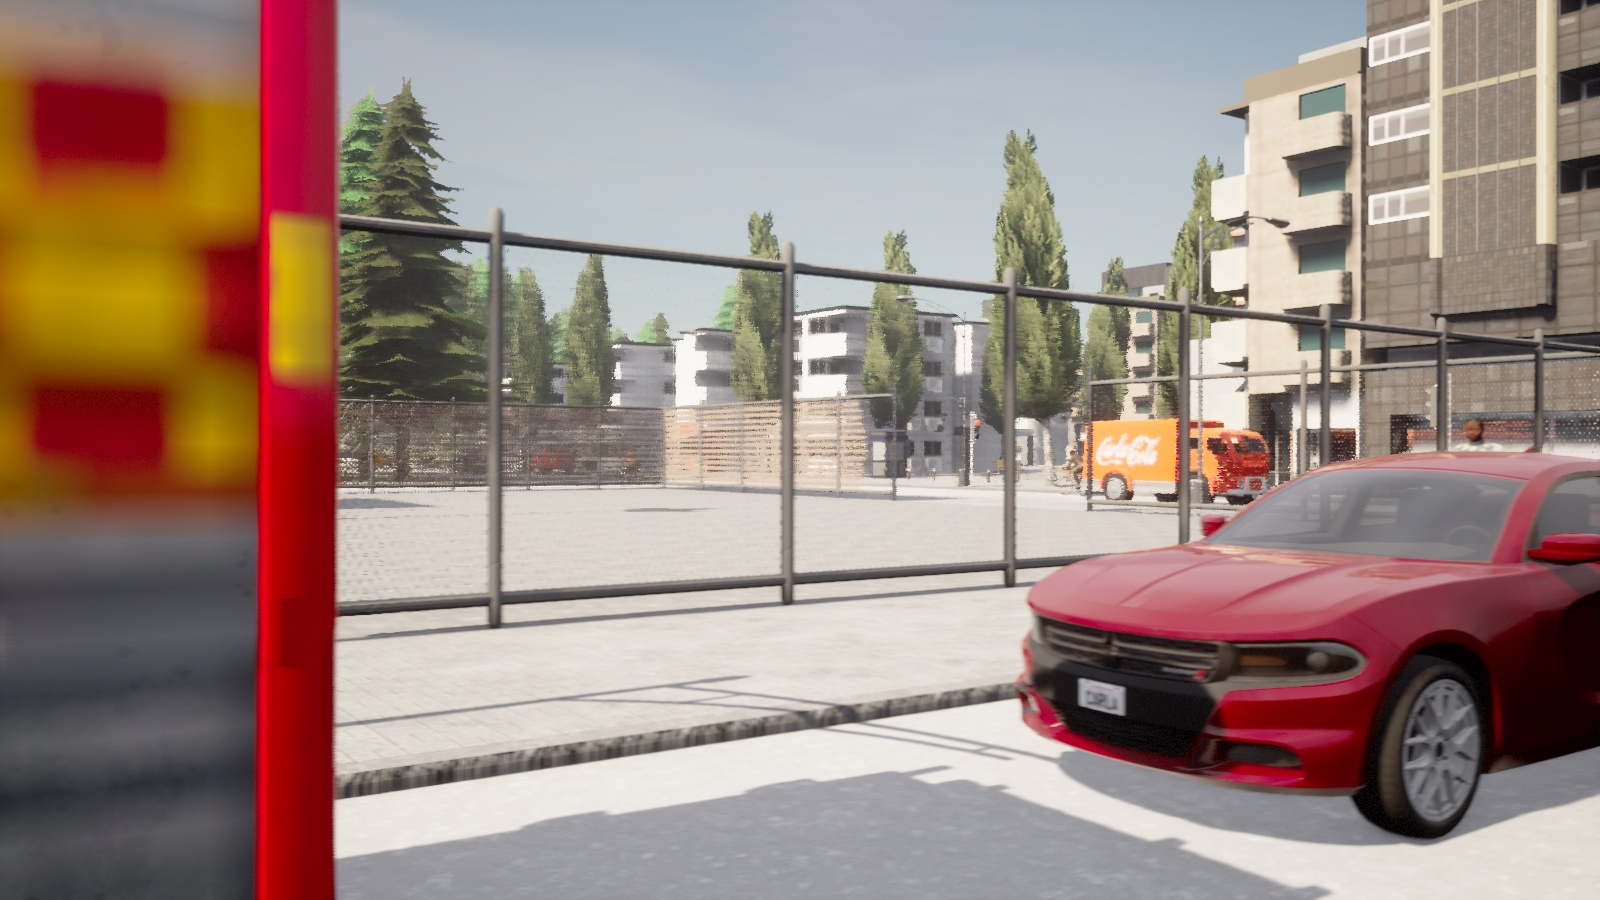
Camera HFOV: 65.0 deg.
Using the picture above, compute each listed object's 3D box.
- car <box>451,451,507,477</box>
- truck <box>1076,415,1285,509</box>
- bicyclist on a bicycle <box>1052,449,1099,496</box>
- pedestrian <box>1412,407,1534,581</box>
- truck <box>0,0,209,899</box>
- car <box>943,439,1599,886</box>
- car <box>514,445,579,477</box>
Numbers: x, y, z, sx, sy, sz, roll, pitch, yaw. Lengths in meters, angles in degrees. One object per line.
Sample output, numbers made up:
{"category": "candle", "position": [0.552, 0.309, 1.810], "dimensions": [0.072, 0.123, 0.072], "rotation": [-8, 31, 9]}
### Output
{"category": "car", "position": [-21.008, 0.913, 82.081], "dimensions": [2.033, 1.649, 4.856], "rotation": [0, 0, -34]}
{"category": "truck", "position": [10.679, 0.318, 35.640], "dimensions": [2.627, 2.467, 5.204], "rotation": [0, 0, -34]}
{"category": "bicyclist on a bicycle", "position": [9.673, 0.779, 44.210], "dimensions": [0.582, 1.620, 1.656], "rotation": [0, 0, -34]}
{"category": "pedestrian", "position": [7.482, 0.471, 13.967], "dimensions": [0.900, 1.855, 0.874], "rotation": [0, 0, -35]}
{"category": "truck", "position": [-5.138, -0.407, 0.665], "dimensions": [8.468, 3.827, 2.891], "rotation": [0, 0, -31]}
{"category": "car", "position": [3.292, 0.730, 6.448], "dimensions": [5.008, 1.535, 1.882], "rotation": [0, 0, -32]}
{"category": "car", "position": [-16.807, 0.694, 83.024], "dimensions": [2.150, 2.045, 5.566], "rotation": [0, 0, -35]}
